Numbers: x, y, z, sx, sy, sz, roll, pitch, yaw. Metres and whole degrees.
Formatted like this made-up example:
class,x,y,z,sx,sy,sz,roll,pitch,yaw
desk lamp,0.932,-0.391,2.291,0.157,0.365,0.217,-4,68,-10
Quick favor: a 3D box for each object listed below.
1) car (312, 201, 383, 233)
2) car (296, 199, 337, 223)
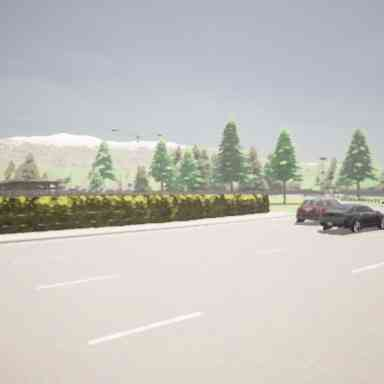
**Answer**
class,x,y,z,sx,sy,sz,roll,pitch,yaw
car,9.238,1.421,18.928,4.892,1.490,1.837,0,0,-35
car,9.419,1.256,23.355,4.553,1.767,2.097,0,0,-35
